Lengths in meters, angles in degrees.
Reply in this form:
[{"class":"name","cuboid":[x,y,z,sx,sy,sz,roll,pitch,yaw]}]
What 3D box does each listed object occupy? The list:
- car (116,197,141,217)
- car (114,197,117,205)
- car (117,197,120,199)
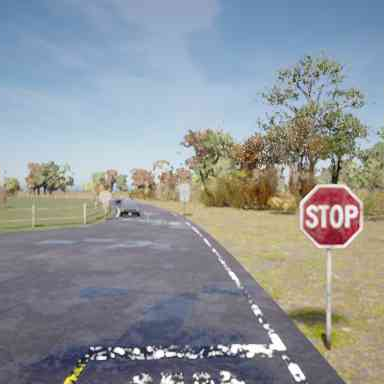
[{"class":"car","cuboid":[-5.913,1.541,31.824,2.033,1.411,5.357,0,0,-10]},{"class":"car","cuboid":[-12.756,1.584,58.841,1.895,1.301,4.718,0,0,-18]},{"class":"car","cuboid":[-8.190,1.479,42.631,2.128,1.511,4.902,0,0,-14]}]
